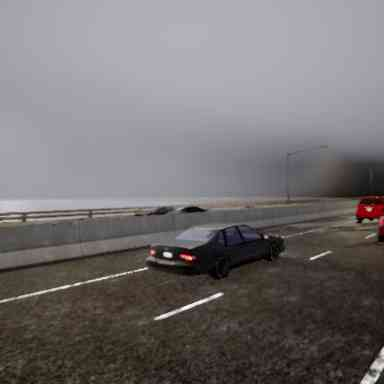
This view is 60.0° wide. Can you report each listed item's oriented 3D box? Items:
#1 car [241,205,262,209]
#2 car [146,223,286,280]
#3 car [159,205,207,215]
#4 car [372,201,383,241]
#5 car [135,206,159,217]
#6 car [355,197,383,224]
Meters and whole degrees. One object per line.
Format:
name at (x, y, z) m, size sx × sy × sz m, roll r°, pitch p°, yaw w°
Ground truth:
car at (5.507, 1.971, 31.834) m, size 1.895 × 1.301 × 4.718 m, roll -2°, pitch -1°, yaw 42°
car at (1.026, 1.689, 10.582) m, size 2.033 × 1.411 × 5.357 m, roll -2°, pitch -1°, yaw 41°
car at (-0.440, 1.973, 30.398) m, size 1.812 × 1.442 × 4.674 m, roll -2°, pitch -1°, yaw 42°
car at (10.720, 1.417, 16.310) m, size 2.097 × 1.767 × 4.553 m, roll -2°, pitch -1°, yaw 41°
car at (-3.091, 2.070, 32.688) m, size 2.033 × 1.411 × 5.357 m, roll -2°, pitch -1°, yaw 41°
car at (14.482, 1.359, 25.844) m, size 2.150 × 2.045 × 5.566 m, roll -2°, pitch -1°, yaw 42°
